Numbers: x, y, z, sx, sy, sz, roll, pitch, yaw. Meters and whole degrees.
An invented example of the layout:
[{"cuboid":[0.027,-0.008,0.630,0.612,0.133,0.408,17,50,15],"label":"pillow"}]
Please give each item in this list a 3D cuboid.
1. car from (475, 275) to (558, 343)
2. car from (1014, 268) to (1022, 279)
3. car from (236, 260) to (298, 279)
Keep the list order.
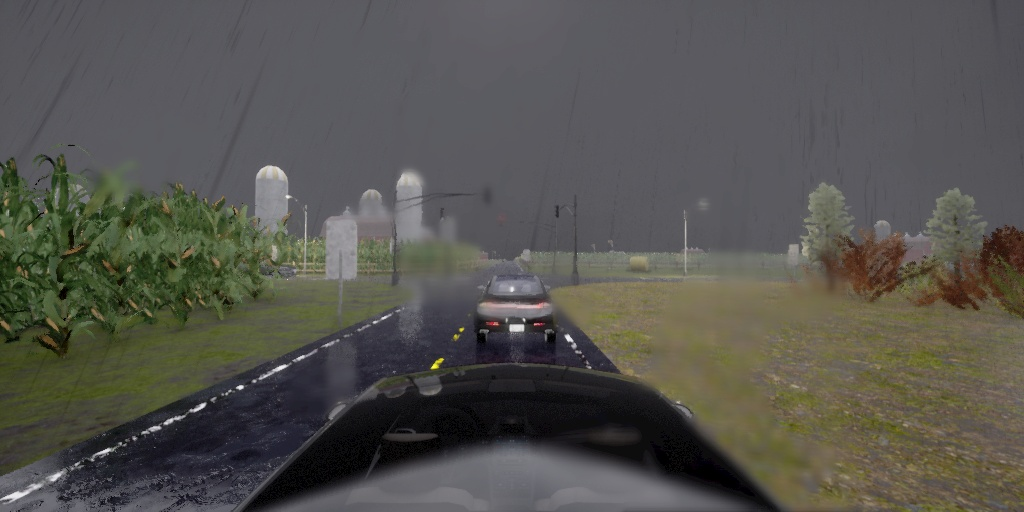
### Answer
[{"cuboid":[0.099,1.243,9.660,2.128,1.511,4.902,0,0,0],"label":"car"},{"cuboid":[48.659,1.712,33.524,4.674,1.442,1.812,1,-1,-5],"label":"car"},{"cuboid":[-19.945,1.050,28.811,4.902,1.511,2.128,1,-1,-4],"label":"car"}]
